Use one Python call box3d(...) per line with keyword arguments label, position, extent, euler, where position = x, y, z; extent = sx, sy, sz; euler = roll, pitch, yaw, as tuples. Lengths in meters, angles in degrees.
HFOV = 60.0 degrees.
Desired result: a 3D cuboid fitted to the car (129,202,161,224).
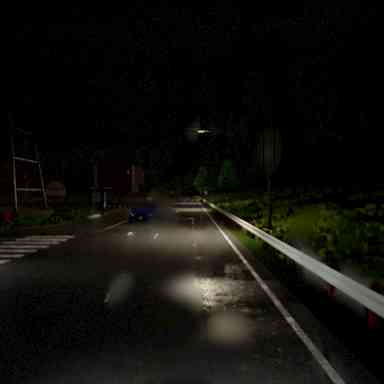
box3d(label="car", position=(-3.554, 1.540, 25.686), extent=(1.882, 1.535, 5.008), euler=(0, 0, 0))
